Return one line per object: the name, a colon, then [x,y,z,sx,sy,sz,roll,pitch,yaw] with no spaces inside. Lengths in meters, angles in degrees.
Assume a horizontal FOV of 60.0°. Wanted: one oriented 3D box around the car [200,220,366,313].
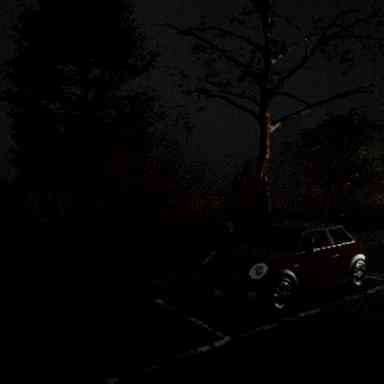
car: [2.150,1.438,7.621,4.097,1.590,1.967,0,1,-35]
